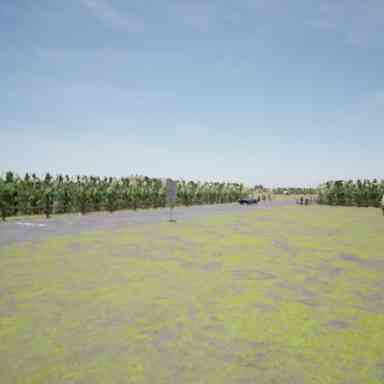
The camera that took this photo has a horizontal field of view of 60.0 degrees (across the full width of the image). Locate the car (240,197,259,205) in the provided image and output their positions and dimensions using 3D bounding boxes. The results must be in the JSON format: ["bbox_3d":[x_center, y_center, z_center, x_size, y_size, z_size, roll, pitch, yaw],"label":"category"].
[{"bbox_3d":[9.825,1.539,57.112,1.895,1.301,4.718,0,0,31],"label":"car"}]
